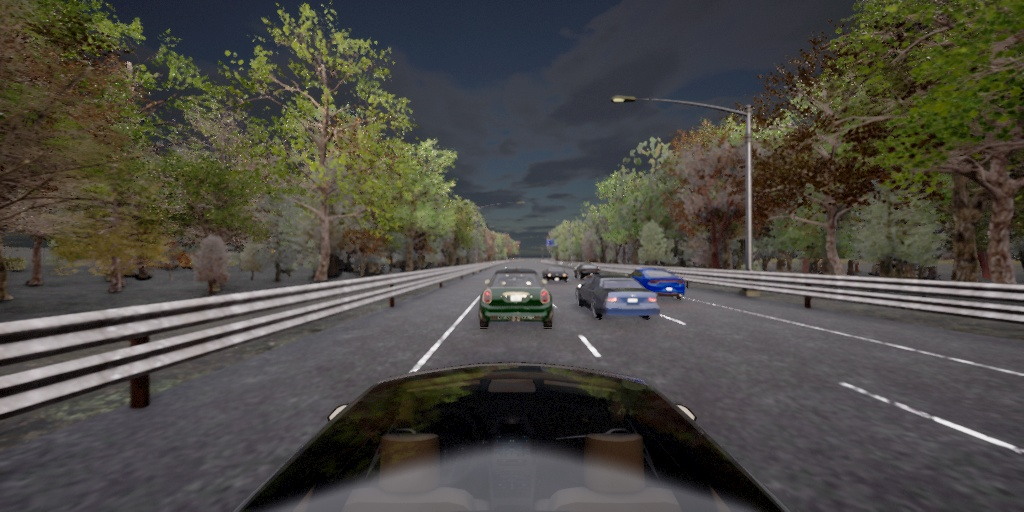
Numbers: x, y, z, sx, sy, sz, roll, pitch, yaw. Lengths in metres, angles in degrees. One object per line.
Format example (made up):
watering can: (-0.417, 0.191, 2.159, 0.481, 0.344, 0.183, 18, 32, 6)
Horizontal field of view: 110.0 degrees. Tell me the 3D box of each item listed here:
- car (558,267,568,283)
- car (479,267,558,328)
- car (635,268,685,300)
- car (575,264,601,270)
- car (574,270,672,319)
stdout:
car: (3.704, 1.617, 31.585, 1.895, 1.301, 4.718, 0, -1, 0)
car: (0.122, 1.193, 11.874, 2.097, 1.767, 4.553, 0, -1, 0)
car: (7.157, 1.382, 18.758, 1.882, 1.535, 5.008, 0, -1, 0)
car: (7.216, 1.521, 34.636, 1.882, 1.535, 5.008, 0, 0, 0)
car: (3.634, 1.402, 13.256, 2.033, 1.411, 5.357, 0, -1, 0)
